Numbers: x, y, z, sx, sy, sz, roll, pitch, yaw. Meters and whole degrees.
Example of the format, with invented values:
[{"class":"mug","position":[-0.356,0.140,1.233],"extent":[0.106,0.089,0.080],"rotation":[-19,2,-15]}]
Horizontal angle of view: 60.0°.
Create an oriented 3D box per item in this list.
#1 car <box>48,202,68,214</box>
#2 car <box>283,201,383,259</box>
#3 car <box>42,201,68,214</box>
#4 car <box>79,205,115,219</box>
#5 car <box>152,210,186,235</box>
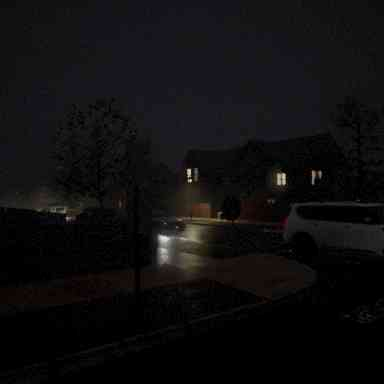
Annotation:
[{"class":"car","position":[-22.357,2.667,55.535],"extent":[2.097,1.767,4.553],"rotation":[-1,-1,-35]},{"class":"car","position":[5.735,1.336,11.361],"extent":[2.150,2.045,5.566],"rotation":[-1,-2,-36]},{"class":"car","position":[-19.222,2.341,46.287],"extent":[2.150,2.045,5.566],"rotation":[-1,-1,-36]},{"class":"car","position":[-9.744,2.253,32.934],"extent":[1.837,1.490,4.892],"rotation":[-1,-1,-36]},{"class":"car","position":[-2.294,1.970,22.538],"extent":[1.812,1.442,4.674],"rotation":[-1,-1,-36]}]
